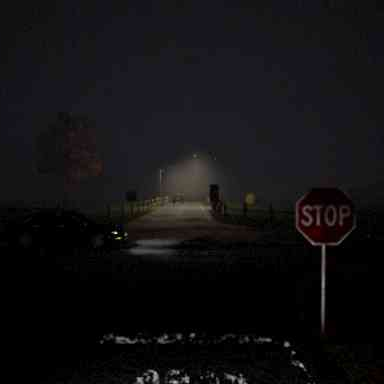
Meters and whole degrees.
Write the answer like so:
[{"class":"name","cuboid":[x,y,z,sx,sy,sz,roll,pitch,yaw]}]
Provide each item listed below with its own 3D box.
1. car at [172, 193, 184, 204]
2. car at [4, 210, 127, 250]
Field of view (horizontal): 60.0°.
[{"class":"car","cuboid":[-2.690,1.301,66.143,2.150,2.045,5.566,0,0,0]},{"class":"car","cuboid":[-5.240,1.550,14.052,4.892,1.490,1.837,0,1,-1]}]
